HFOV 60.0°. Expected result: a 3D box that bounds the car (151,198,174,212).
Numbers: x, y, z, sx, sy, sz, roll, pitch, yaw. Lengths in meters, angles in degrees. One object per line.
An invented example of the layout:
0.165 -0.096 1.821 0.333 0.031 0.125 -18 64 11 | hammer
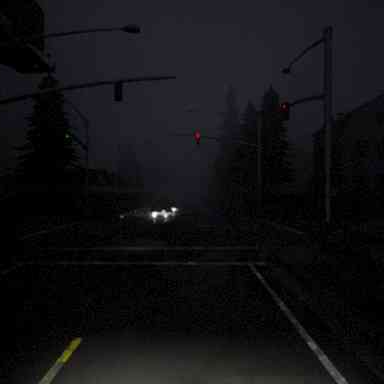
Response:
-3.429 1.515 37.899 1.994 1.385 4.181 0 0 0 | car

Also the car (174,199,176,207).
-3.367 1.536 49.618 1.895 1.301 4.718 0 0 1 | car
